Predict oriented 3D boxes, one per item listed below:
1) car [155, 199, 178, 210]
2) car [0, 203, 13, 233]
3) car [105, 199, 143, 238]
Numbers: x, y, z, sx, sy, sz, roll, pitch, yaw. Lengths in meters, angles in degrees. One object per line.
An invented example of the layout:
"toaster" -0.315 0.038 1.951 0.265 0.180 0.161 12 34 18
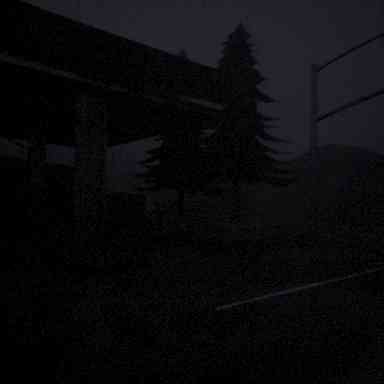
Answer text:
"car" -2.965 1.586 42.271 1.895 1.301 4.718 1 0 -34
"car" -11.434 1.421 18.630 2.242 1.667 4.611 1 0 -35
"car" -4.307 1.360 18.316 1.905 1.878 3.866 1 0 -35
